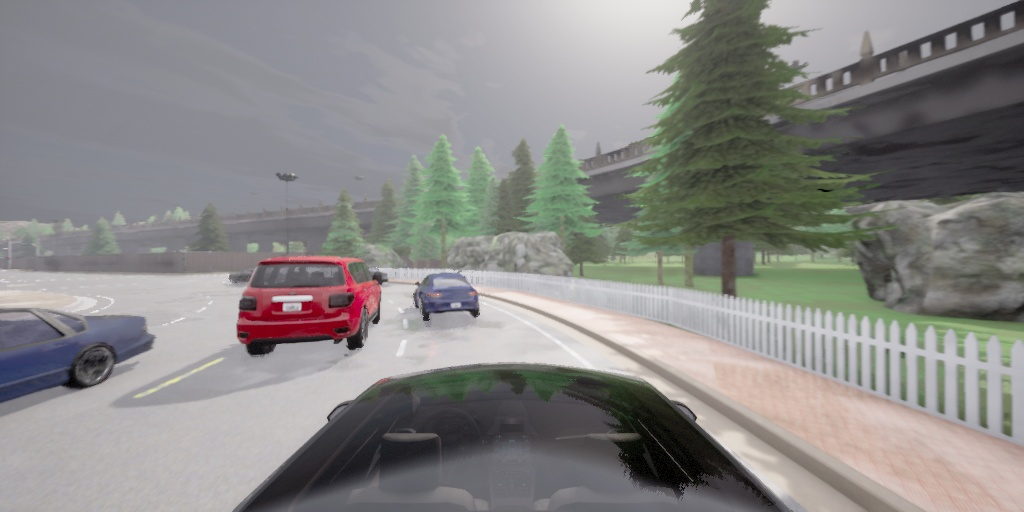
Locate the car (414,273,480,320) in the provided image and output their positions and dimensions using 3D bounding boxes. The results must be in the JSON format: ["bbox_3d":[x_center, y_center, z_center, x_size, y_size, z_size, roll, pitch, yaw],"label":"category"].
[{"bbox_3d":[-2.442,1.326,12.933,1.812,1.442,4.674,0,0,-19],"label":"car"}]

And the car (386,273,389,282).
[{"bbox_3d":[-10.965,1.470,26.028,5.357,1.411,2.033,-1,0,43],"label":"car"}]

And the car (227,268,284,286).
[{"bbox_3d":[-20.529,1.634,28.679,4.718,1.301,1.895,-1,0,29],"label":"car"}]

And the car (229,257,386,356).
[{"bbox_3d":[-4.683,1.039,9.146,2.150,2.045,5.566,0,0,-14],"label":"car"}]

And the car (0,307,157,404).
[{"bbox_3d":[-7.320,1.383,4.250,2.033,1.411,5.357,-1,0,-7],"label":"car"}]
